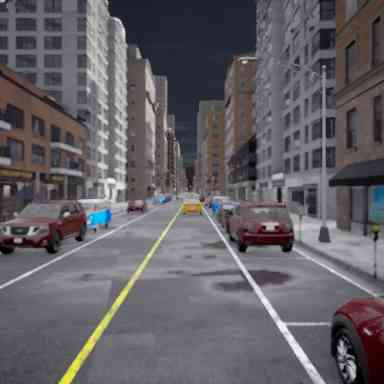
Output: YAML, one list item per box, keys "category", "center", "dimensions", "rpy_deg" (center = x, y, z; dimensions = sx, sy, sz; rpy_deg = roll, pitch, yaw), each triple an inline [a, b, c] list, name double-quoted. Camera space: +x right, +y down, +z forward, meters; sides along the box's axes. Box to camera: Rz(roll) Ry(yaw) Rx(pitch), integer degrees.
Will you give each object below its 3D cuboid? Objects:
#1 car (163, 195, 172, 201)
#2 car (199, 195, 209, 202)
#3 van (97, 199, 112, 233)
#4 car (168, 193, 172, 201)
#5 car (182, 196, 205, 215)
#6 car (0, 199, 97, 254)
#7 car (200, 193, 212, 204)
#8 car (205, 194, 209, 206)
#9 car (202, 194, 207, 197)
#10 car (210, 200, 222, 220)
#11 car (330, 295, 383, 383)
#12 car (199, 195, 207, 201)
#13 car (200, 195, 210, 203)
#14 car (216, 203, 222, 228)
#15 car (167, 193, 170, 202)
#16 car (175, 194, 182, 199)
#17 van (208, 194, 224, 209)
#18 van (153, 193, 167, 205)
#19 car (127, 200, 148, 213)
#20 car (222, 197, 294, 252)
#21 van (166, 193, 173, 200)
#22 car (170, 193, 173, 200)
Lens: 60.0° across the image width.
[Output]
- category: "car"
  center: [-5.855, 1.401, 80.733]
  dimensions: [1.887, 1.381, 4.507]
  rpy_deg: [0, 0, 0]
- category: "car"
  center: [2.670, 1.436, 75.150]
  dimensions: [1.947, 1.339, 4.313]
  rpy_deg: [0, 0, 0]
- category: "van"
  center: [-5.856, 1.329, 19.285]
  dimensions: [1.690, 1.788, 3.998]
  rpy_deg: [0, 0, 0]
- category: "car"
  center: [-5.855, 1.450, 69.561]
  dimensions: [1.947, 1.339, 4.313]
  rpy_deg: [0, 0, 0]
- category: "car"
  center: [0.053, 1.442, 33.800]
  dimensions: [1.882, 1.535, 5.008]
  rpy_deg: [0, 0, 0]
- category: "car"
  center: [-5.856, 1.308, 13.700]
  dimensions: [2.192, 1.841, 5.009]
  rpy_deg: [0, 0, 0]
- category: "car"
  center: [2.671, 1.213, 63.980]
  dimensions: [2.192, 1.841, 5.009]
  rpy_deg: [0, 0, 0]
- category: "car"
  center: [3.146, 1.444, 45.368]
  dimensions: [1.837, 1.490, 4.892]
  rpy_deg: [0, 0, 0]
- category: "car"
  center: [3.114, 1.278, 52.337]
  dimensions: [2.097, 1.767, 4.553]
  rpy_deg: [0, 0, 0]
- category: "car"
  center: [2.670, 1.531, 24.885]
  dimensions: [2.008, 1.369, 4.403]
  rpy_deg: [0, 0, 0]
- category: "car"
  center: [2.669, 1.440, 2.544]
  dimensions: [1.967, 1.590, 4.097]
  rpy_deg: [0, 0, 0]
- category: "car"
  center: [2.671, 1.422, 80.735]
  dimensions: [1.947, 1.339, 4.313]
  rpy_deg: [0, 0, 0]
- category: "car"
  center: [2.670, 1.435, 69.566]
  dimensions: [2.008, 1.369, 4.403]
  rpy_deg: [0, 0, 0]
- category: "car"
  center: [2.669, 1.554, 19.299]
  dimensions: [1.947, 1.339, 4.313]
  rpy_deg: [0, 0, 0]
- category: "car"
  center: [-5.855, 1.464, 63.974]
  dimensions: [1.947, 1.339, 4.313]
  rpy_deg: [0, 0, 0]
- category: "car"
  center: [-2.999, 1.303, 77.733]
  dimensions: [1.812, 1.442, 4.674]
  rpy_deg: [0, 0, 0]
- category: "van"
  center: [2.670, 1.312, 30.470]
  dimensions: [1.690, 1.788, 3.998]
  rpy_deg: [0, 0, 0]
- category: "van"
  center: [-5.855, 1.253, 58.388]
  dimensions: [1.690, 1.788, 3.998]
  rpy_deg: [0, 0, 0]
- category: "car"
  center: [-5.855, 1.505, 36.044]
  dimensions: [1.887, 1.381, 4.507]
  rpy_deg: [0, 0, 0]
- category: "car"
  center: [2.669, 1.308, 13.715]
  dimensions: [2.192, 1.841, 5.009]
  rpy_deg: [0, 0, 0]
- category: "van"
  center: [-5.854, 1.184, 86.318]
  dimensions: [1.690, 1.788, 3.998]
  rpy_deg: [0, 0, 0]
- category: "car"
  center: [-5.854, 1.186, 75.145]
  dimensions: [2.192, 1.841, 5.009]
  rpy_deg: [0, 0, 0]
